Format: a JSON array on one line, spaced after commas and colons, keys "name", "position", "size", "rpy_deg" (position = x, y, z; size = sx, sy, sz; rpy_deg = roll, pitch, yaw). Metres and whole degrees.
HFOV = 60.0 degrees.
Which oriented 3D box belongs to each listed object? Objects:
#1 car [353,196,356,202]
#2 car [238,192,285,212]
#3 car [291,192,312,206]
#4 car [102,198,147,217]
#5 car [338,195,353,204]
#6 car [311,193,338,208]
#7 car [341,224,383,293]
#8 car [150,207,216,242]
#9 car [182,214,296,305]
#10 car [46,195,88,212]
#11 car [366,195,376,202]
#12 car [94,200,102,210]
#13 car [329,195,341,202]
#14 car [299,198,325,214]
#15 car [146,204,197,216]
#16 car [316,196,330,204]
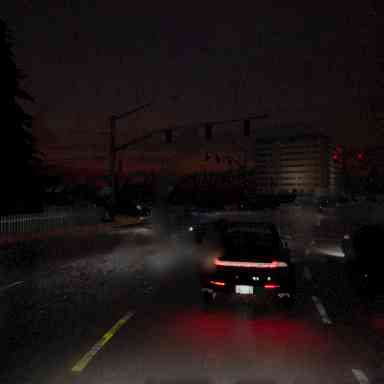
[{"name": "car", "position": [35.088, 1.499, 73.617], "size": [2.128, 1.511, 4.902], "rpy_deg": [0, 0, 32]}, {"name": "car", "position": [7.962, 1.235, 39.216], "size": [5.566, 2.045, 2.150], "rpy_deg": [0, 2, -35]}, {"name": "car", "position": [17.914, 1.207, 52.506], "size": [2.150, 2.045, 5.566], "rpy_deg": [0, 0, 32]}, {"name": "car", "position": [-5.986, 1.399, 31.975], "size": [4.553, 1.767, 2.097], "rpy_deg": [0, 0, 32]}, {"name": "car", "position": [28.780, 1.530, 63.340], "size": [2.033, 1.411, 5.357], "rpy_deg": [0, 0, 32]}, {"name": "car", "position": [19.030, 1.339, 47.636], "size": [2.097, 1.767, 4.553], "rpy_deg": [0, 0, 32]}, {"name": "car", "position": [5.180, 1.545, 8.554], "size": [2.033, 1.411, 5.357], "rpy_deg": [0, 0, 16]}, {"name": "car", "position": [0.166, 1.596, 15.875], "size": [1.895, 1.301, 4.718], "rpy_deg": [0, 0, 24]}, {"name": "car", "position": [1.428, 1.489, 8.181], "size": [2.128, 1.511, 4.902], "rpy_deg": [0, 0, 12]}, {"name": "car", "position": [-14.117, 1.268, 37.047], "size": [5.566, 2.045, 2.150], "rpy_deg": [0, 0, 32]}, {"name": "car", "position": [42.671, 1.503, 79.280], "size": [2.128, 1.511, 4.902], "rpy_deg": [0, 0, 32]}, {"name": "car", "position": [-9.084, 1.537, 38.037], "size": [4.902, 1.511, 2.128], "rpy_deg": [0, 0, 32]}, {"name": "car", "position": [33.413, 1.489, 77.578], "size": [1.812, 1.442, 4.674], "rpy_deg": [0, 0, 32]}, {"name": "car", "position": [12.838, 1.632, 35.727], "size": [1.895, 1.301, 4.718], "rpy_deg": [0, 0, 17]}, {"name": "car", "position": [-0.706, 1.534, 21.872], "size": [1.812, 1.442, 4.674], "rpy_deg": [0, -1, 29]}, {"name": "car", "position": [25.587, 1.482, 64.829], "size": [1.837, 1.490, 4.892], "rpy_deg": [0, 0, 32]}]
